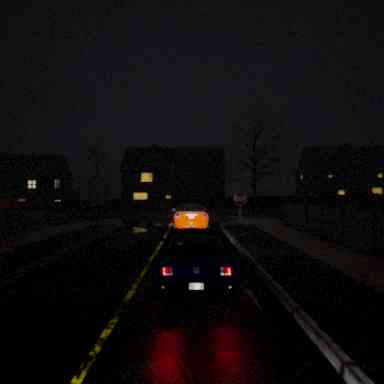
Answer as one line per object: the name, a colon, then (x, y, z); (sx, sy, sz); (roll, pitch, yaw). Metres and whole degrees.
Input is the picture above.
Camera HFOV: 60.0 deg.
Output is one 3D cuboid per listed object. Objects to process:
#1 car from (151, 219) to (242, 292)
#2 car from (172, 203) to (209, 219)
car: (0.093, 1.639, 8.976); (1.895, 1.301, 4.718); (0, 0, 0)
car: (-0.165, 1.449, 20.933); (2.097, 1.767, 4.553); (0, 0, -4)
